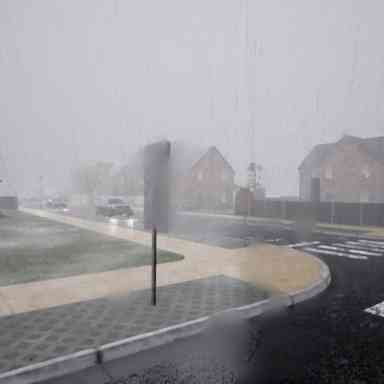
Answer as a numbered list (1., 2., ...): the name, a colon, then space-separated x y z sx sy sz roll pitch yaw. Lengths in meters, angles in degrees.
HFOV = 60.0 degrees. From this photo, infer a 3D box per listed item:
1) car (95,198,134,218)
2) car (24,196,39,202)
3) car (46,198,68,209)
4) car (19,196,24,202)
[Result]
1. car: -7.013 1.329 29.901 2.097 1.767 4.553 1 -1 -36
2. car: -34.966 1.590 73.169 1.994 1.385 4.181 1 -1 -36
3. car: -19.073 1.563 46.641 2.033 1.411 5.357 1 -1 -36
4. car: -40.876 1.721 81.287 2.033 1.411 5.357 1 -1 -36
